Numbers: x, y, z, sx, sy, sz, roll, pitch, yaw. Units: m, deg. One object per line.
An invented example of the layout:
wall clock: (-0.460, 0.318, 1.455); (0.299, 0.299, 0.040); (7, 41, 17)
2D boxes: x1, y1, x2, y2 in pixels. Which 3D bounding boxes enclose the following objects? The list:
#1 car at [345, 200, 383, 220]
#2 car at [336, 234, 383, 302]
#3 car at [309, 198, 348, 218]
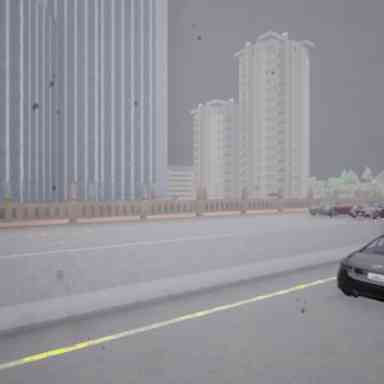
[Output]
car: (14.956, 1.559, 27.555); (4.181, 1.385, 1.994); (0, 0, -35)
car: (5.097, 1.562, 7.384); (4.181, 1.385, 1.994); (0, 0, -35)
car: (12.751, 1.347, 30.281); (4.553, 1.767, 2.097); (0, 0, -35)
